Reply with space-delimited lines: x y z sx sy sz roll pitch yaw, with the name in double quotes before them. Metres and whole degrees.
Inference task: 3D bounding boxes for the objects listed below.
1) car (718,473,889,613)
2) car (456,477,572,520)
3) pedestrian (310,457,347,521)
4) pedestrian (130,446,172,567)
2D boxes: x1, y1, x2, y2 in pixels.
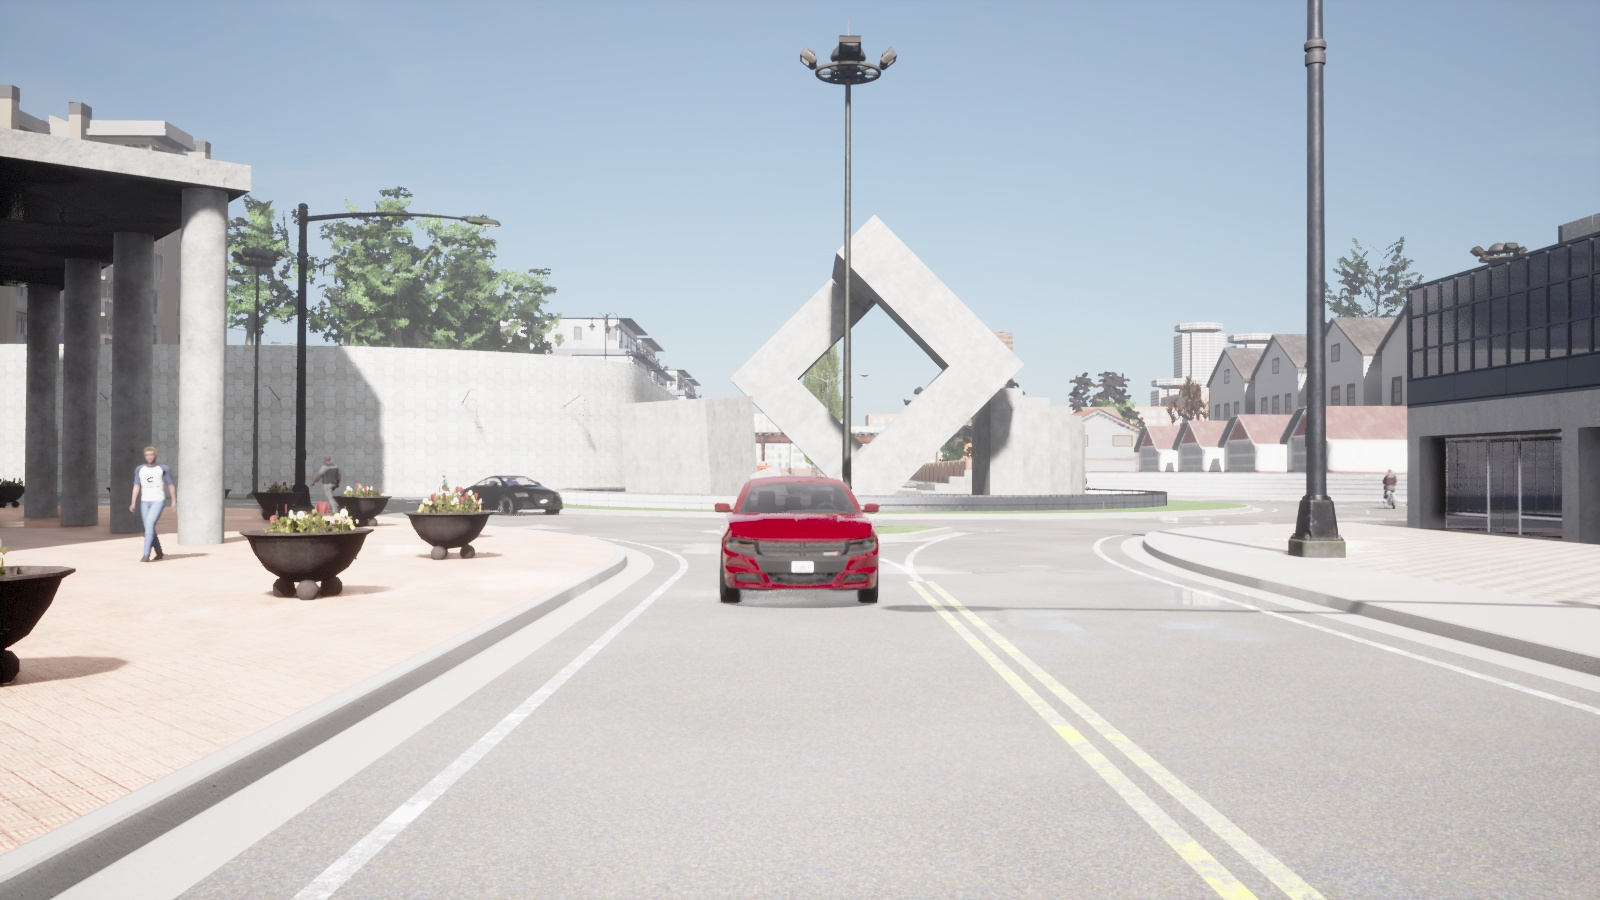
"car" -0.050 1.067 16.365 1.882 1.535 5.008 0 -1 -2
"car" -10.014 1.652 43.785 4.181 1.385 1.994 -1 -1 44
"pedestrian" -13.874 1.144 36.971 0.849 1.883 0.563 -1 -1 24
"pedestrian" -10.005 0.859 19.366 0.354 1.836 0.706 0 -1 -7
